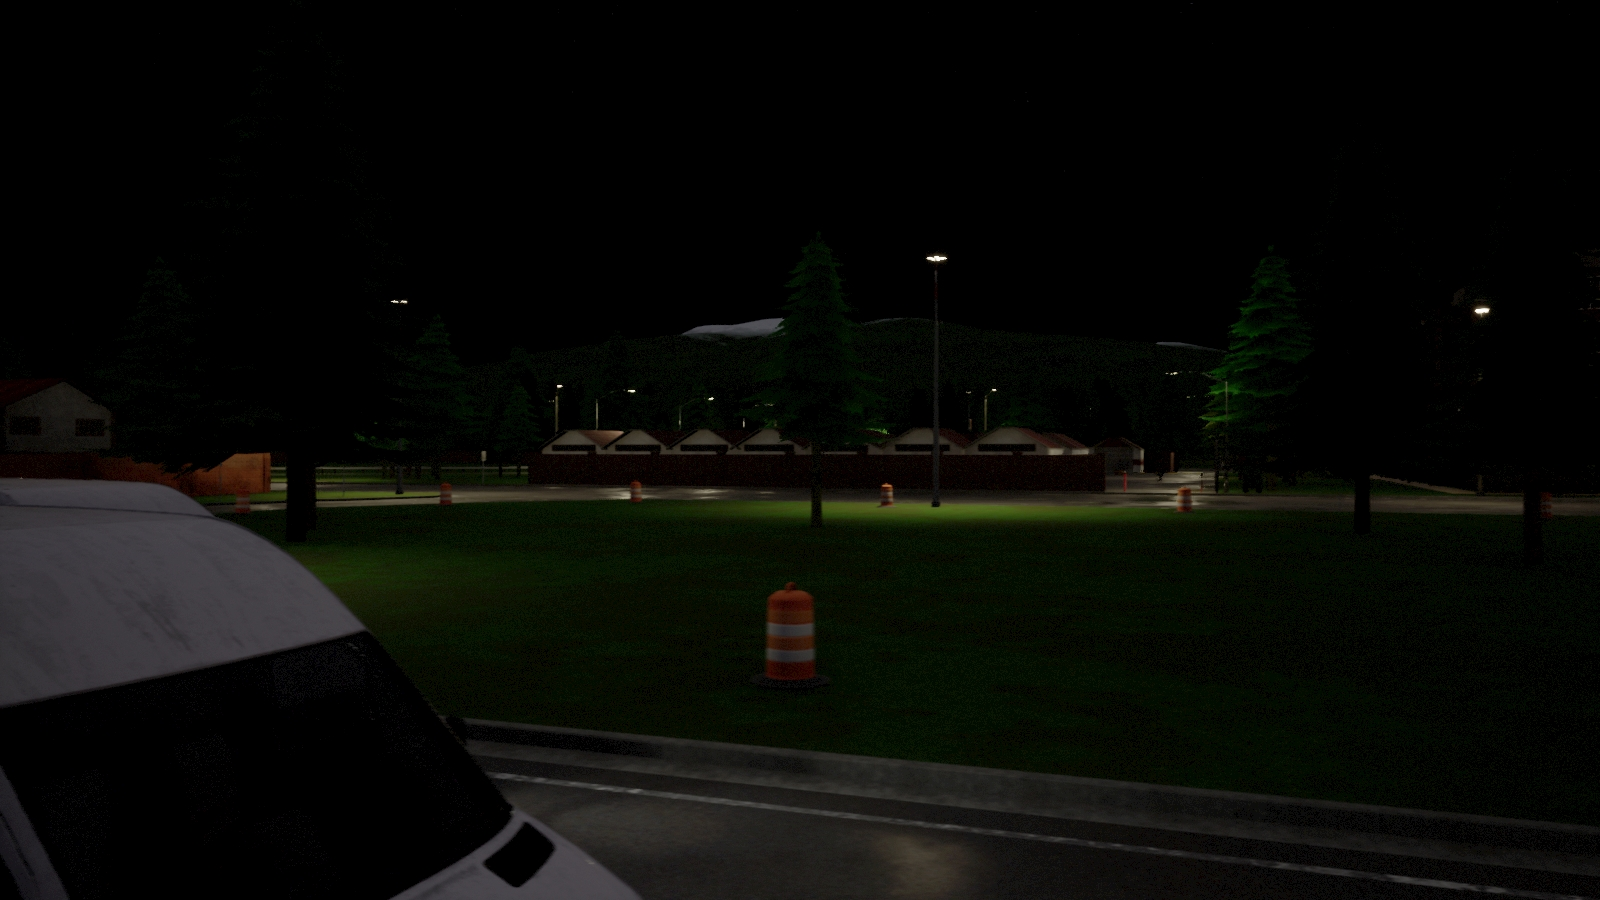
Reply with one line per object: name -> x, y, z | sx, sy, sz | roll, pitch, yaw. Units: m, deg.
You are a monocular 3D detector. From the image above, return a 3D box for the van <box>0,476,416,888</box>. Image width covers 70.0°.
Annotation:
van -> -6.219, 1.532, 9.292 | 5.915, 2.561, 1.988 | 0, 0, 20

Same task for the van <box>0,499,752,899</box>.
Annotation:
van -> -3.307, 1.533, 4.507 | 5.915, 2.561, 1.988 | 0, 0, 20
